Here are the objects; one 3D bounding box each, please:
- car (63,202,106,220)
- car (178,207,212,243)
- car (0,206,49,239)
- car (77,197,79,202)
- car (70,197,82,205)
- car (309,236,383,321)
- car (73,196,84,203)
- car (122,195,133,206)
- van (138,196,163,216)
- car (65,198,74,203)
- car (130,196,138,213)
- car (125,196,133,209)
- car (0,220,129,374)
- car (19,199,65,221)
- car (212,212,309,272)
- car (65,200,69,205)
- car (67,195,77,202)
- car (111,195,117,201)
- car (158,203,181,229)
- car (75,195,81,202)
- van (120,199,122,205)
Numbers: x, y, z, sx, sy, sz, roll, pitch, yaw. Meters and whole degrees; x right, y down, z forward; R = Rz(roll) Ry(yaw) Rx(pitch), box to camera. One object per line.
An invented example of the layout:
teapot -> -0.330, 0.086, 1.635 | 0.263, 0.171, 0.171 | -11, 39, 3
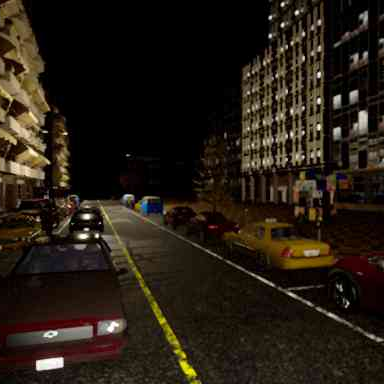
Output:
car -> -6.207, 1.543, 19.722 | 2.033, 1.411, 5.357 | 0, 0, -17
car -> 0.872, 1.576, 15.840 | 1.802, 1.307, 4.206 | 0, 0, -16
car -> -7.115, 1.523, 13.297 | 1.752, 1.417, 4.829 | 0, 0, -16
car -> -15.009, 1.568, 39.955 | 1.947, 1.339, 4.313 | 0, 0, -16
car -> -21.286, 1.602, 61.151 | 1.802, 1.307, 4.206 | 0, 0, -16
car -> 4.010, 1.437, 5.240 | 1.967, 1.590, 4.097 | 0, 0, -16
car -> -24.424, 1.598, 71.750 | 1.947, 1.339, 4.313 | 0, 0, -16
car -> -8.544, 1.443, 47.634 | 1.967, 1.590, 4.097 | 0, 0, -16
van -> -3.837, 1.336, 31.736 | 1.690, 1.788, 3.998 | 0, 0, -16
car -> -11.871, 1.549, 29.358 | 2.008, 1.369, 4.403 | 0, 0, -16
car -> -5.453, 1.522, 37.198 | 1.752, 1.417, 4.829 | 0, 0, -16
car -> -6.974, 1.565, 42.335 | 1.947, 1.339, 4.313 | 0, 0, -16
car -> -2.332, 1.546, 6.303 | 2.033, 1.411, 5.357 | 0, 0, -16
car -> -8.734, 1.312, 18.758 | 2.192, 1.841, 5.009 | 0, 0, -16
car -> 2.393, 1.521, 10.703 | 1.752, 1.417, 4.829 | 0, 0, -16
car -> -10.301, 1.548, 24.059 | 2.008, 1.369, 4.403 | 0, 0, -16
car -> -13.440, 1.440, 34.655 | 1.967, 1.590, 4.097 | 0, 0, -16
car -> -21.097, 1.596, 90.028 | 1.887, 1.381, 4.507 | -1, 0, -16
car -> -0.697, 1.576, 21.138 | 1.802, 1.307, 4.206 | 0, 0, -16
car -> -16.578, 1.551, 45.255 | 1.887, 1.381, 4.507 | 0, 0, -16
van -> -10.114, 1.348, 52.934 | 1.690, 1.788, 3.998 | 0, 0, -16
